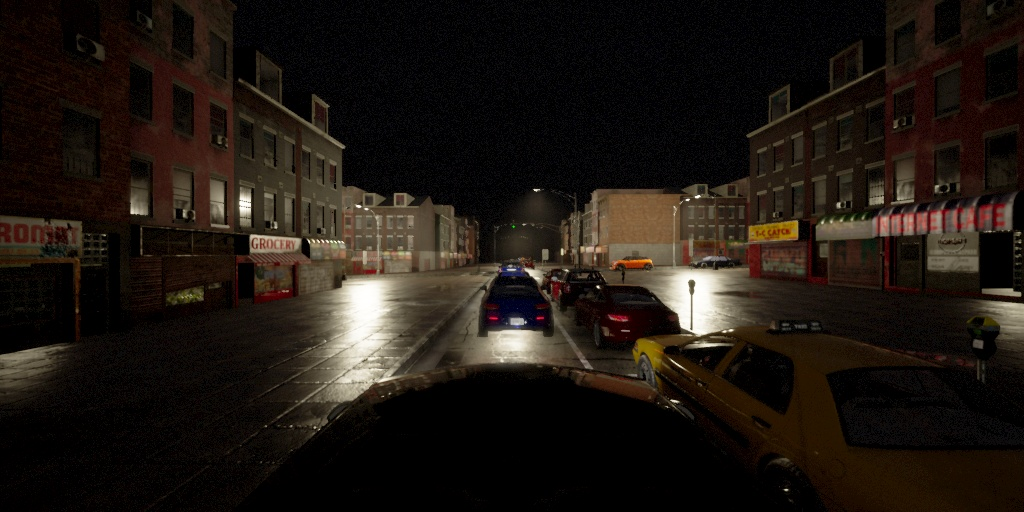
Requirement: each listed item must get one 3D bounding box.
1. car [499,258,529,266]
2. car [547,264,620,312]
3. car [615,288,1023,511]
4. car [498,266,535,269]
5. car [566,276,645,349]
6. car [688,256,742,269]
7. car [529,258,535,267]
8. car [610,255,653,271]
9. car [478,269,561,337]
[{"bbox_3d":[-0.035,1.127,27.910,2.097,1.767,4.553,0,0,0],"label":"car"},{"bbox_3d":[2.628,1.195,14.324,1.967,1.591,4.097,0,0,0],"label":"car"},{"bbox_3d":[2.637,1.275,3.560,1.751,1.417,4.829,0,0,0],"label":"car"},{"bbox_3d":[0.093,1.359,17.552,1.895,1.301,4.718,0,0,0],"label":"car"},{"bbox_3d":[2.633,1.334,8.858,1.802,1.307,4.207,0,0,0],"label":"car"},{"bbox_3d":[22.814,0.688,40.336,5.357,1.411,2.033,-1,0,0],"label":"car"},{"bbox_3d":[2.595,1.314,57.131,1.967,1.591,4.097,0,0,0],"label":"car"},{"bbox_3d":[13.327,0.739,40.308,4.553,1.767,2.097,-1,0,0],"label":"car"},{"bbox_3d":[0.067,1.278,10.171,1.812,1.442,4.674,0,0,-1],"label":"car"}]
